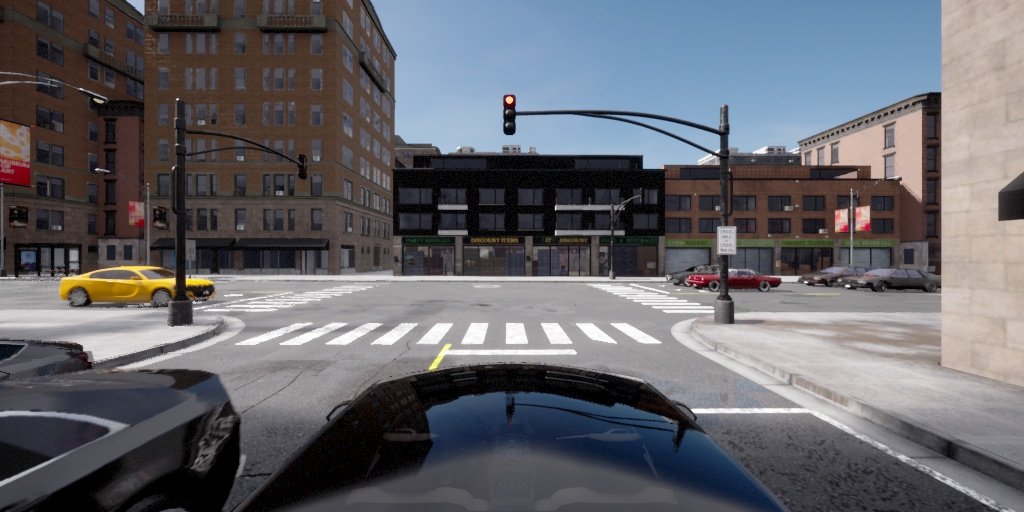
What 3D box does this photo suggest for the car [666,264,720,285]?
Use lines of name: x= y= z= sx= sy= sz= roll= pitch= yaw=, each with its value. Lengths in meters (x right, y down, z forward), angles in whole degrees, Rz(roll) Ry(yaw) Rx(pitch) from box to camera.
car: x=13.170 y=1.329 z=24.605 sx=4.892 sy=1.490 sz=1.837 roll=0 pitch=0 yaw=-1

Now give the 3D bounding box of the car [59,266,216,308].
car: x=-14.712 y=1.164 z=14.288 sx=5.008 sy=1.535 sz=1.882 roll=0 pitch=0 yaw=-1

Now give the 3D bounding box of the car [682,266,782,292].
car: x=13.079 y=1.424 z=21.355 sx=4.718 sy=1.301 sz=1.895 roll=0 pitch=0 yaw=-1

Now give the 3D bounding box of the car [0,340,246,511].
car: x=-2.771 y=1.241 z=0.426 sx=2.128 sy=1.511 sz=4.902 roll=0 pitch=0 yaw=0

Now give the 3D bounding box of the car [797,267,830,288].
car: x=22.914 y=1.422 z=24.735 sx=5.357 sy=1.411 sz=2.033 roll=0 pitch=0 yaw=-1

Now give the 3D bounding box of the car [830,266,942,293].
car: x=22.758 y=1.421 z=21.479 sx=5.357 sy=1.411 sz=2.033 roll=0 pitch=0 yaw=-1
